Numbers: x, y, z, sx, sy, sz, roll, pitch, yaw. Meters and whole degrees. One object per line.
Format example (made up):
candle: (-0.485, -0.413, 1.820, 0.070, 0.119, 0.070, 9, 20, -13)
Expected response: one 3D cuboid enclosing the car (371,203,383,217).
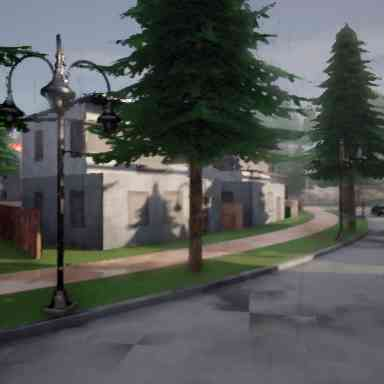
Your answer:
car: (19.186, 1.756, 32.921, 1.994, 1.385, 4.181, 0, 0, 17)
